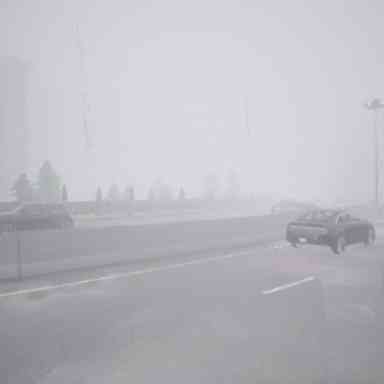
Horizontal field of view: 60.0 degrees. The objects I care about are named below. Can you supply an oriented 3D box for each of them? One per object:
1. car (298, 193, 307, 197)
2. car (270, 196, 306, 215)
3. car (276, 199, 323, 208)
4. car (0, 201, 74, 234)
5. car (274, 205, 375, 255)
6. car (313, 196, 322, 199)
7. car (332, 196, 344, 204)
[{"bbox_3d":[28.744,1.288,87.075,2.150,2.045,5.566,-1,0,20],"label":"car"},{"bbox_3d":[9.608,1.499,33.950,2.128,1.511,4.902,-1,0,35],"label":"car"},{"bbox_3d":[9.262,1.535,27.629,2.033,1.411,5.357,0,0,39],"label":"car"},{"bbox_3d":[-9.314,1.418,19.114,4.553,1.767,2.097,0,0,-39],"label":"car"},{"bbox_3d":[5.682,1.470,13.374,4.902,1.511,2.128,0,0,-43],"label":"car"},{"bbox_3d":[26.566,1.576,70.490,1.994,1.385,4.181,-1,0,20],"label":"car"},{"bbox_3d":[27.399,1.458,62.400,1.882,1.535,5.008,-1,0,20],"label":"car"}]
